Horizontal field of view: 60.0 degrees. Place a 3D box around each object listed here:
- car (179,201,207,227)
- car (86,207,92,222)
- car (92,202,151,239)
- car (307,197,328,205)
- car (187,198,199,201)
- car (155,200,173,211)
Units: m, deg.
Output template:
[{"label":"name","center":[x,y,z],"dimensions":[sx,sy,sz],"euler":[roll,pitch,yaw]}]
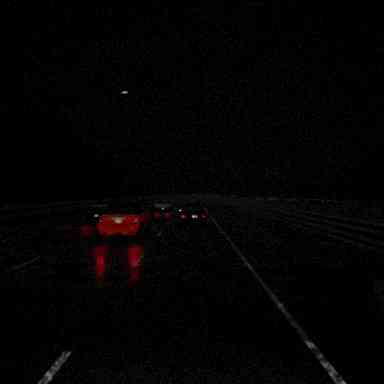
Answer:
[{"label":"car","center":[0.100,1.576,23.133],"dimensions":[2.033,1.411,5.357],"euler":[0,0,0]},{"label":"car","center":[-6.909,1.533,26.248],"dimensions":[1.812,1.442,4.674],"euler":[0,0,0]},{"label":"car","center":[-3.405,1.372,17.483],"dimensions":[2.097,1.767,4.553],"euler":[0,0,0]},{"label":"car","center":[26.277,1.770,69.474],"dimensions":[2.033,1.649,4.856],"euler":[0,0,-23]},{"label":"car","center":[0.095,1.548,42.441],"dimensions":[1.882,1.535,5.008],"euler":[0,0,0]},{"label":"car","center":[-3.405,1.669,41.454],"dimensions":[1.895,1.301,4.718],"euler":[0,0,0]}]
